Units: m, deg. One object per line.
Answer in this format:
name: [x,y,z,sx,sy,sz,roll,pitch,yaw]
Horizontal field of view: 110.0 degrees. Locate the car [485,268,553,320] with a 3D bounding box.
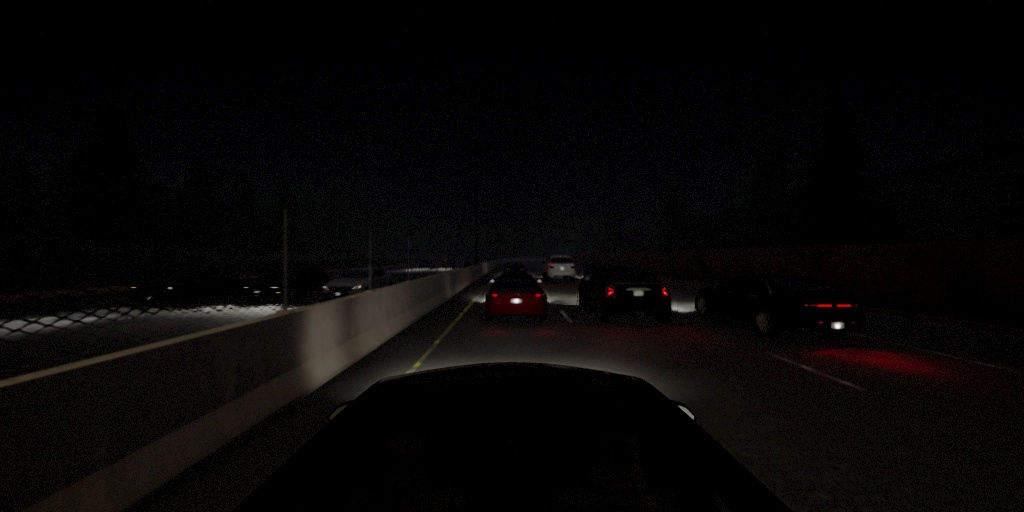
car: [0.138,1.306,12.663,1.994,1.385,4.181,0,0,0]

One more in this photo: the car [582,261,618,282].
car: [7.205,1.244,29.888,1.837,1.490,4.892,0,0,0]

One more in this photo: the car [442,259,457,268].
car: [-10.319,1.184,59.853,2.128,1.511,4.902,0,0,1]

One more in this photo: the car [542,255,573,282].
car: [3.703,0.957,29.069,2.150,2.045,5.566,0,0,0]

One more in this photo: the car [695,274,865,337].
car: [7.128,1.258,10.253,1.837,1.490,4.892,0,0,0]

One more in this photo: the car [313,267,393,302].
car: [-7.045,1.255,16.876,1.812,1.442,4.674,0,0,0]

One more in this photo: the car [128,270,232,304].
car: [-14.049,1.322,16.131,1.895,1.301,4.718,0,0,0]

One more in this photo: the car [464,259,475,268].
car: [-6.818,1.223,59.747,1.812,1.442,4.674,0,0,1]

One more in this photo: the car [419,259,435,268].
car: [-13.827,1.180,58.614,2.128,1.511,4.902,0,0,1]

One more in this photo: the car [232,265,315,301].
car: [-10.544,1.230,17.253,1.837,1.490,4.892,0,0,0]

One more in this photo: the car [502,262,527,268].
car: [0.205,1.221,29.992,2.128,1.511,4.902,0,0,0]

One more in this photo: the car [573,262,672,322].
car: [3.636,1.098,12.397,2.097,1.767,4.553,0,0,0]
